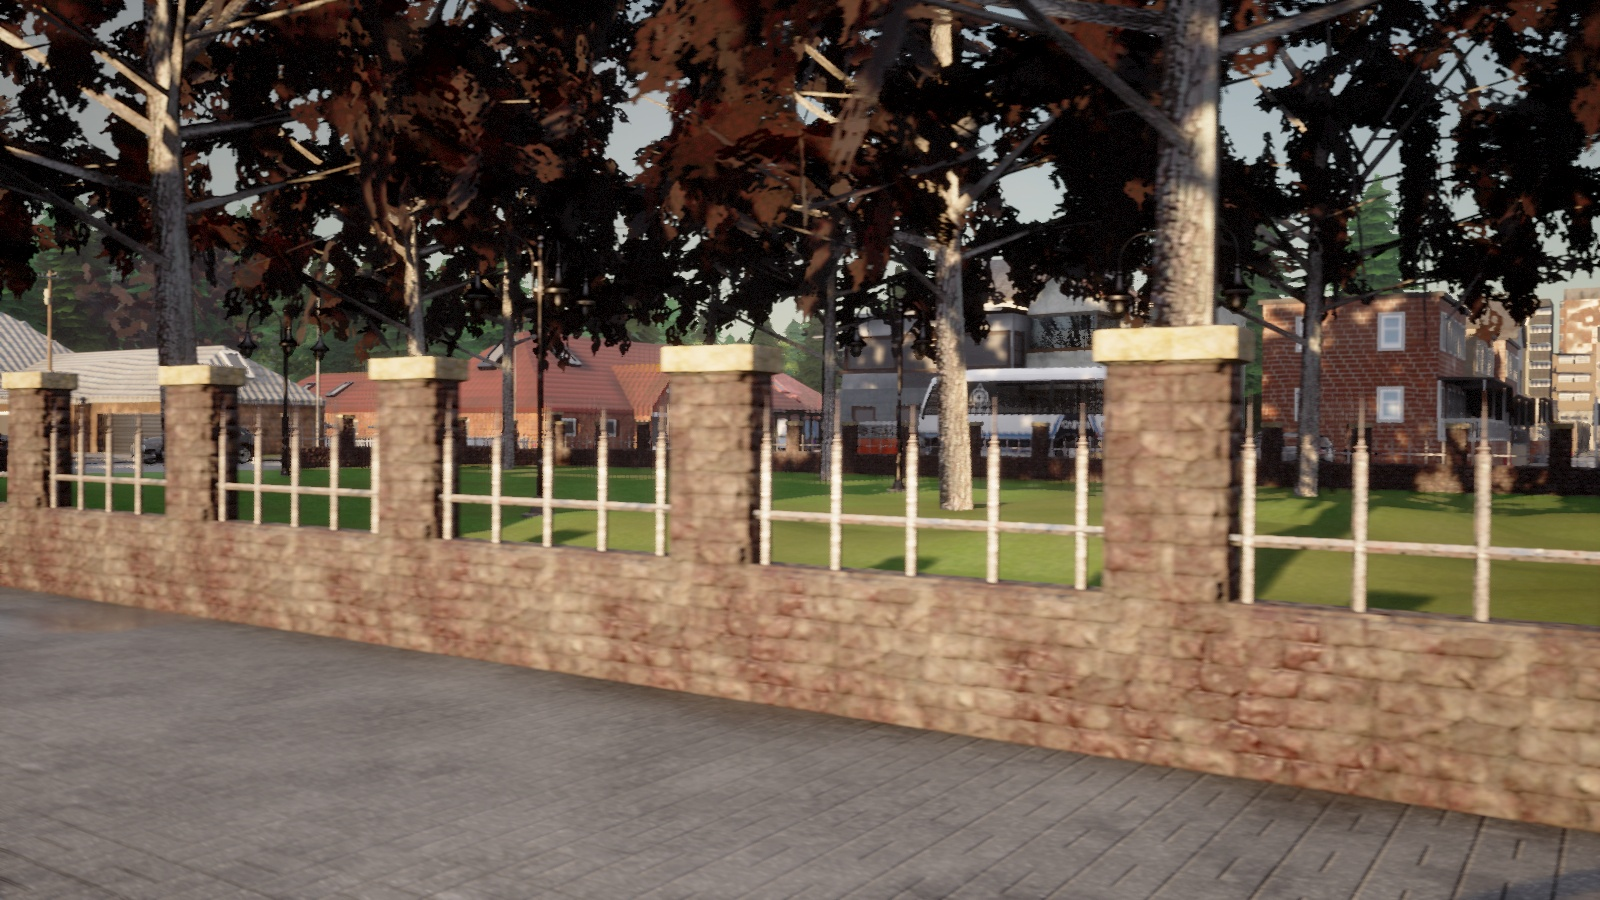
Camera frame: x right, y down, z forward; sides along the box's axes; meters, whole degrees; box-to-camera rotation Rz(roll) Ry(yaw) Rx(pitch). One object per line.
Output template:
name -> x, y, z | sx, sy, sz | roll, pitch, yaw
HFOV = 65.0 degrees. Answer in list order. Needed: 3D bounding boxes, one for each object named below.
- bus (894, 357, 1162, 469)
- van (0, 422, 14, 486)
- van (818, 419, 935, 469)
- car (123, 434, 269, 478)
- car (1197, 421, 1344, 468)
bus -> 9.389, -1.445, 52.358 | 10.273, 4.253, 3.944 | 0, 1, 33
van -> -27.154, 0.175, 38.706 | 2.069, 2.038, 4.480 | 0, 1, 32
van -> 3.127, -0.248, 51.619 | 4.442, 1.987, 1.775 | 0, 1, 31
car -> -24.084, 0.194, 50.252 | 2.033, 1.649, 4.856 | 0, 1, 37
car -> 17.390, -0.217, 46.512 | 4.611, 1.667, 2.242 | 0, 1, 38
